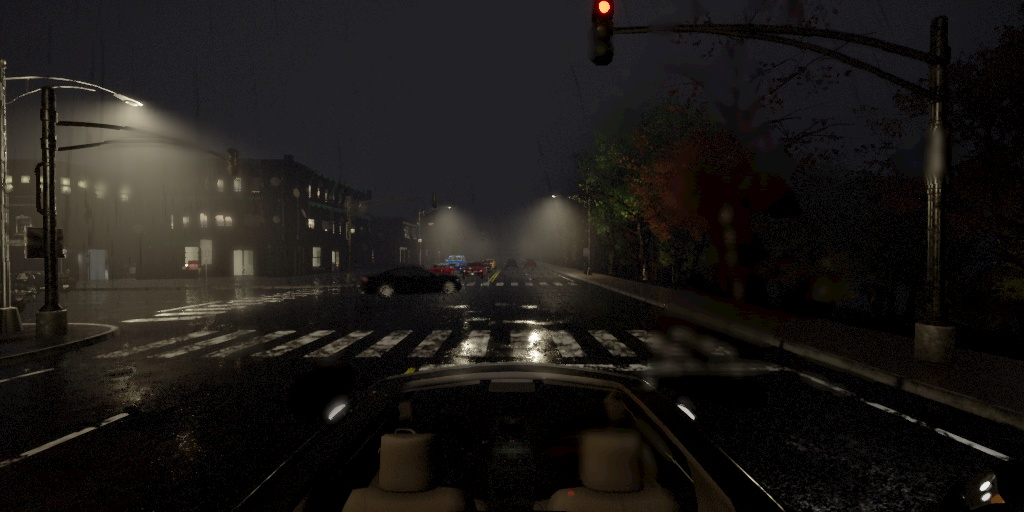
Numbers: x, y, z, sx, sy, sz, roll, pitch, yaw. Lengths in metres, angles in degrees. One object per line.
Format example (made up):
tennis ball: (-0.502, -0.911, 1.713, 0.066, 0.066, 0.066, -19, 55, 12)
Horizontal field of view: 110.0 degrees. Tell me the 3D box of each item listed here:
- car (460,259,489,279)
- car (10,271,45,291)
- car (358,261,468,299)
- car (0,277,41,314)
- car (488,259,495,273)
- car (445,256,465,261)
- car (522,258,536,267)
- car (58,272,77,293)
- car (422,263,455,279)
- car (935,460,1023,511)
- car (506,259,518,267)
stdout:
car: (-3.411, 1.266, 33.087, 1.812, 1.442, 4.674, 0, 0, 0)
car: (-23.492, 1.518, 15.224, 4.892, 1.490, 1.837, -1, 1, 0)
car: (-5.026, 1.222, 18.014, 5.008, 1.535, 1.882, 0, 1, -30)
car: (-19.971, 1.565, 12.521, 4.313, 1.339, 1.948, 0, 0, 0)
car: (-3.424, 1.240, 43.154, 1.837, 1.490, 4.892, 0, 0, 0)
car: (-6.677, 0.957, 42.771, 2.150, 2.045, 5.566, 0, 0, 0)
car: (3.213, 1.204, 63.215, 1.882, 1.535, 5.008, 0, 0, 0)
car: (-28.323, 1.560, 21.015, 4.403, 1.370, 2.007, 0, 0, 0)
car: (-6.661, 1.341, 32.866, 1.895, 1.301, 4.718, 0, 0, 2)
car: (3.356, 1.314, 0.208, 1.994, 1.385, 4.181, 0, 0, 0)
car: (-0.037, 1.231, 63.189, 1.837, 1.490, 4.892, 0, 0, 0)
